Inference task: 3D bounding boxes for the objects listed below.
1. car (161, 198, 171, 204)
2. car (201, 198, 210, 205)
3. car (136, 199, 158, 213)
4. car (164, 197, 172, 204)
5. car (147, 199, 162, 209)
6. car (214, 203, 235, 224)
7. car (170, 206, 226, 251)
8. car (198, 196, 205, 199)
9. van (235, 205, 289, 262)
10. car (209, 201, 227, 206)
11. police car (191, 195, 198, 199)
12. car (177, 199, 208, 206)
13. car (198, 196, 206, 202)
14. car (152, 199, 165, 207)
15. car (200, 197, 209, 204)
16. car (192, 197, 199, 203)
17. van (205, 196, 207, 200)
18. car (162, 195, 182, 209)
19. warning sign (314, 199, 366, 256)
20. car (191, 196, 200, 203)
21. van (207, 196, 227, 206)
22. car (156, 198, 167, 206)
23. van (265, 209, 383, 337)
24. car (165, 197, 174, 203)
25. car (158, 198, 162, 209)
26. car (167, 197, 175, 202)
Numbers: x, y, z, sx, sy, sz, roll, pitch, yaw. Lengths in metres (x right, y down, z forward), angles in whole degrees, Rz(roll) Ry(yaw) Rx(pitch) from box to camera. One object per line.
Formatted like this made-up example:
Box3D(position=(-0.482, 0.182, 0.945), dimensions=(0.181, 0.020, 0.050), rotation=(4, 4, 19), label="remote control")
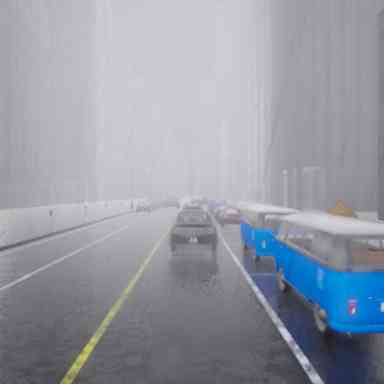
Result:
Box3D(position=(-5.737, 1.998, 74.612), dimensions=(1.887, 1.381, 4.507), rotation=(0, 0, 0), label="car")
Box3D(position=(2.787, 1.944, 69.106), dimensions=(1.752, 1.417, 4.829), rotation=(0, 0, 0), label="car")
Box3D(position=(-5.748, 1.792, 40.548), dimensions=(2.008, 1.369, 4.403), rotation=(0, 0, 0), label="car")
Box3D(position=(-5.735, 2.015, 80.120), dimensions=(1.752, 1.417, 4.829), rotation=(0, 0, 0), label="car")
Box3D(position=(-5.744, 1.836, 51.733), dimensions=(1.752, 1.417, 4.829), rotation=(0, 0, 0), label="car")
Box3D(position=(2.771, 1.719, 23.515), dimensions=(1.802, 1.307, 4.206), rotation=(0, 0, 0), label="car")
Box3D(position=(0.071, 1.574, 14.457), dimensions=(2.128, 1.511, 4.902), rotation=(0, 0, 0), label="car")
Box3D(position=(2.784, 1.697, 63.259), dimensions=(2.192, 1.841, 5.009), rotation=(0, 0, 0), label="car")
Box3D(position=(2.767, 1.410, 12.162), dimensions=(1.690, 1.788, 3.998), rotation=(0, 0, 0), label="van")
Box3D(position=(2.773, 1.754, 29.193), dimensions=(1.802, 1.307, 4.206), rotation=(0, 0, 0), label="car")
Box3D(position=(0.925, 1.860, 71.576), dimensions=(1.930, 1.638, 5.238), rotation=(0, 0, 0), label="police car")
Box3D(position=(0.078, 1.667, 29.754), dimensions=(2.128, 1.511, 4.902), rotation=(0, 0, 0), label="car")
Box3D(position=(2.794, 2.008, 91.646), dimensions=(1.967, 1.590, 4.097), rotation=(0, 0, 0), label="car")
Box3D(position=(-5.742, 1.912, 57.580), dimensions=(1.947, 1.339, 4.313), rotation=(0, 0, 0), label="car")
Box3D(position=(2.788, 1.894, 74.614), dimensions=(1.967, 1.590, 4.097), rotation=(0, 0, 0), label="car")
Box3D(position=(0.930, 1.996, 87.656), dimensions=(1.801, 1.575, 5.366), rotation=(0, 0, 0), label="car")
Box3D(position=(2.777, 1.583, 40.550), dimensions=(1.690, 1.788, 3.998), rotation=(0, 0, 0), label="van")
Box3D(position=(-3.065, 1.529, 51.296), dimensions=(2.150, 2.045, 5.566), rotation=(0, 0, 0), label="car")
Box3D(position=(5.072, 1.180, 11.467), dimensions=(1.300, 1.860, 1.060), rotation=(0, 0, 0), label="warning sign")
Box3D(position=(0.794, 1.850, 81.422), dimensions=(2.097, 1.767, 4.553), rotation=(0, 0, -1), label="car")
Box3D(position=(2.775, 1.548, 34.872), dimensions=(1.690, 1.788, 3.998), rotation=(0, 0, 0), label="van")
Box3D(position=(-5.741, 1.906, 63.087), dimensions=(1.752, 1.417, 4.829), rotation=(0, 0, 0), label="car")
Box3D(position=(2.766, 1.378, 6.485), dimensions=(1.690, 1.788, 3.998), rotation=(0, 0, 0), label="van")
Box3D(position=(-5.733, 2.074, 85.966), dimensions=(1.887, 1.381, 4.507), rotation=(0, 0, 0), label="car")
Box3D(position=(-5.746, 1.717, 46.226), dimensions=(1.967, 1.590, 4.097), rotation=(0, 0, 0), label="car")
Box3D(position=(-5.731, 2.133, 91.644), dimensions=(1.947, 1.339, 4.313), rotation=(0, 0, 0), label="car")
